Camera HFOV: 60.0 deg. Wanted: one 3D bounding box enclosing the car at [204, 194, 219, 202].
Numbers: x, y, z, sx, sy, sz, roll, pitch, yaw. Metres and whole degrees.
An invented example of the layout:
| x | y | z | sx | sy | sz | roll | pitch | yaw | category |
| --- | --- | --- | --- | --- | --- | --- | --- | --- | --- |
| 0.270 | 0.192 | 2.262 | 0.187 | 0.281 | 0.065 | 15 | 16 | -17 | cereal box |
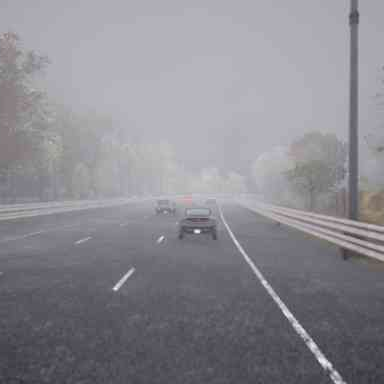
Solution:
| x | y | z | sx | sy | sz | roll | pitch | yaw | category |
| --- | --- | --- | --- | --- | --- | --- | --- | --- | --- |
| 3.660 | 1.573 | 63.066 | 1.812 | 1.442 | 4.674 | 0 | 0 | 6 | car |

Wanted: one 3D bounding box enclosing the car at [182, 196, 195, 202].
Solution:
| x | y | z | sx | sy | sz | roll | pitch | yaw | category |
| --- | --- | --- | --- | --- | --- | --- | --- | --- | --- |
| -0.620 | 1.374 | 55.326 | 2.097 | 1.767 | 4.553 | 0 | 0 | 5 | car |

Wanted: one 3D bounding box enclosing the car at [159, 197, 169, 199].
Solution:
| x | y | z | sx | sy | sz | roll | pitch | yaw | category |
| --- | --- | --- | --- | --- | --- | --- | --- | --- | --- |
| -4.354 | 1.484 | 52.817 | 1.882 | 1.535 | 5.008 | 0 | 0 | 5 | car |

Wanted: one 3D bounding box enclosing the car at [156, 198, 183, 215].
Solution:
| x | y | z | sx | sy | sz | roll | pitch | yaw | category |
| --- | --- | --- | --- | --- | --- | --- | --- | --- | --- |
| -2.340 | 1.600 | 33.374 | 1.895 | 1.301 | 4.718 | 0 | 0 | 4 | car |

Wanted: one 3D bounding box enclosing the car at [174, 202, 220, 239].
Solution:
| x | y | z | sx | sy | sz | roll | pitch | yaw | category |
| --- | --- | --- | --- | --- | --- | --- | --- | --- | --- |
| 0.349 | 1.511 | 17.316 | 1.837 | 1.490 | 4.892 | 0 | 0 | 2 | car |
